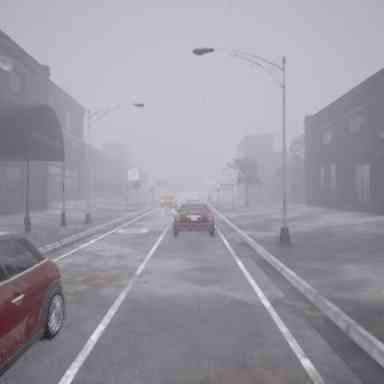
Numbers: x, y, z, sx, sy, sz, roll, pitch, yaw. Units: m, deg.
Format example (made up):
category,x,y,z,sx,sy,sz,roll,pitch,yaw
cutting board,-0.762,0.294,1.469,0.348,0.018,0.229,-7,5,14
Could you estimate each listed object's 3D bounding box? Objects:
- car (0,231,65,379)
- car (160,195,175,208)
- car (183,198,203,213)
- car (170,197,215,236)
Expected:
category,x,y,z,sx,sy,sz,roll,pitch,yaw
car,-3.097,1.350,3.488,2.097,1.767,4.553,0,0,0
car,-3.084,1.202,45.118,2.097,1.767,4.553,0,-1,0
car,0.096,1.459,36.662,2.033,1.411,5.357,0,0,0
car,0.102,1.329,18.412,2.097,1.767,4.553,0,0,0
